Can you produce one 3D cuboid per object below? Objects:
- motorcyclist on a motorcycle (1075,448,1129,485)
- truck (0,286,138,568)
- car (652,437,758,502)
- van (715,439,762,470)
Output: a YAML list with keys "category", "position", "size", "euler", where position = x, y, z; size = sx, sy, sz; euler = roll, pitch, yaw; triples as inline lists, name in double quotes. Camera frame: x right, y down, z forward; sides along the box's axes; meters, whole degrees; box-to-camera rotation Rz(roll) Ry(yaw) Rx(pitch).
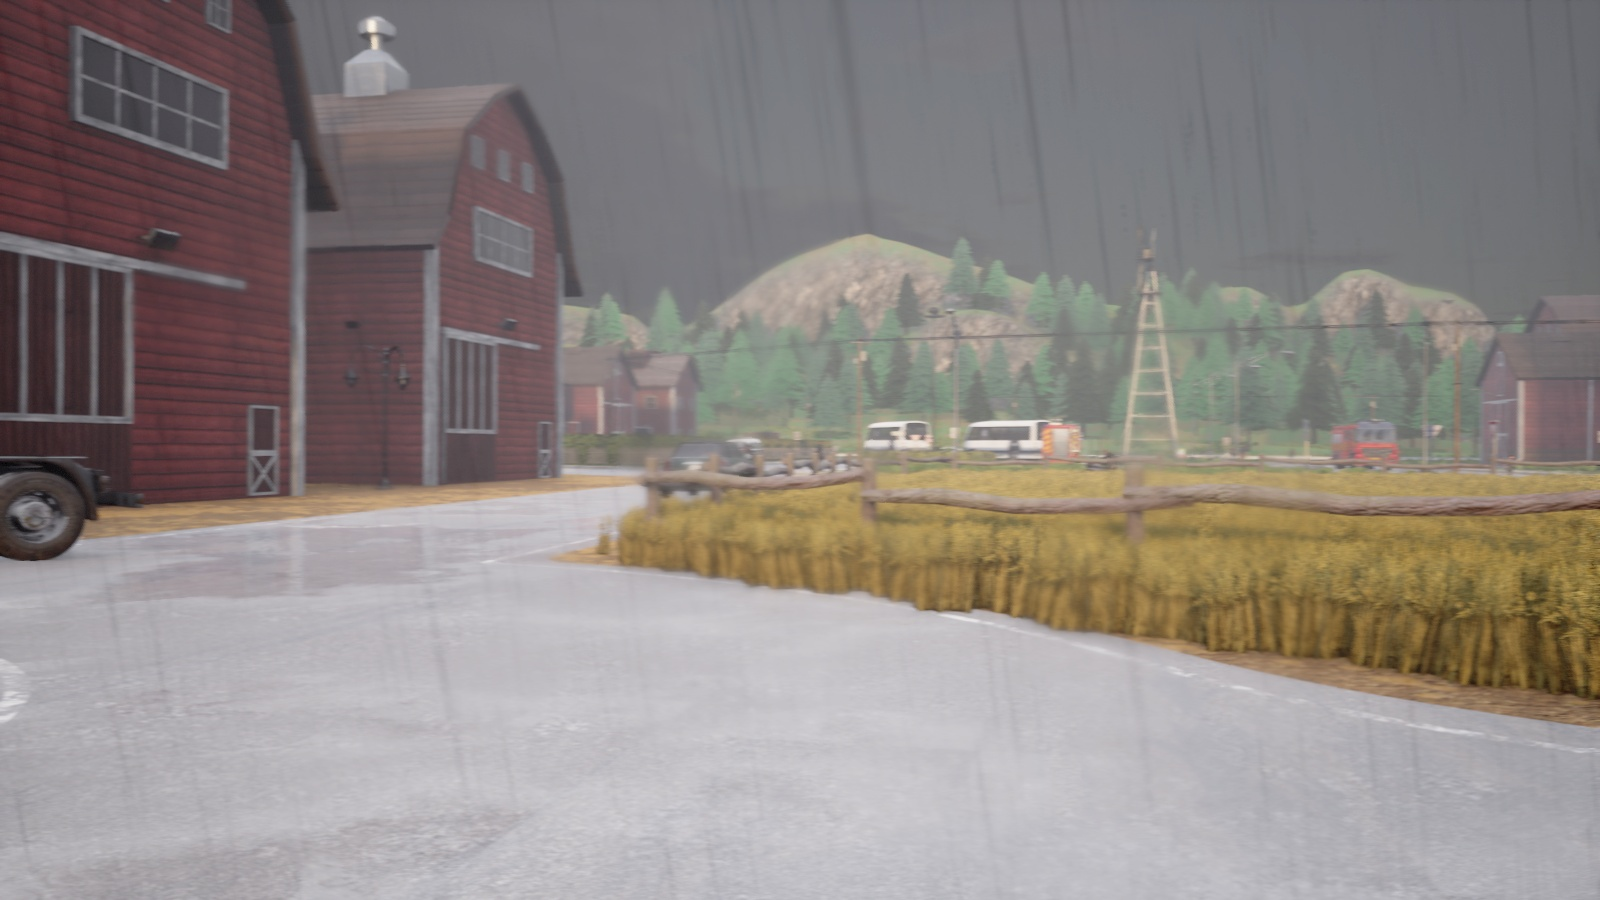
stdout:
- category: "motorcyclist on a motorcycle"
  position: [12.631, 0.669, 52.556]
  size: [2.191, 1.530, 0.866]
  euler: [0, 0, 12]
- category: "truck"
  position: [-12.525, -0.286, 14.694]
  size: [2.891, 3.462, 7.936]
  euler: [0, 0, 44]
- category: "car"
  position: [-2.683, 0.515, 36.537]
  size: [2.097, 1.767, 4.553]
  euler: [0, 0, 9]
- category: "van"
  position: [-4.126, 0.268, 84.798]
  size: [2.069, 2.038, 4.480]
  euler: [0, 0, 12]
